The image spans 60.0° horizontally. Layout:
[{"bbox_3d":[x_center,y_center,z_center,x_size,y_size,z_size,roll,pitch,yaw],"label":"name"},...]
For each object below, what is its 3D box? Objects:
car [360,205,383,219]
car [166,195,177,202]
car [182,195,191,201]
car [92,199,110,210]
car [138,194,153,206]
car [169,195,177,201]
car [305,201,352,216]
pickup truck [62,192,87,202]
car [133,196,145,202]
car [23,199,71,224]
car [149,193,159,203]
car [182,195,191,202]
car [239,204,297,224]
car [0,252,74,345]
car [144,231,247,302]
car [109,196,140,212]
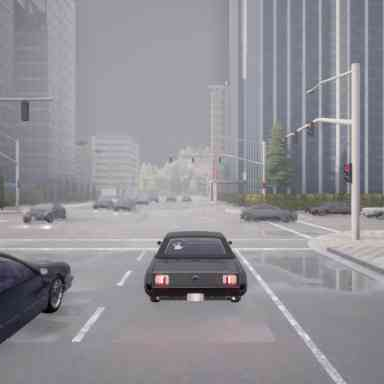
[{"bbox_3d":[16.939,1.601,28.089,4.718,1.301,1.895,0,0,0],"label":"car"},{"bbox_3d":[-4.718,1.500,74.571,1.837,1.490,4.892,0,0,-1],"label":"car"},{"bbox_3d":[-1.385,1.540,84.808,2.033,1.411,5.357,0,0,-1],"label":"car"},{"bbox_3d":[-11.333,1.547,43.013,2.033,1.411,5.357,0,0,-1],"label":"car"},{"bbox_3d":[-7.993,1.477,53.788,1.882,1.535,5.008,0,0,-1],"label":"car"},{"bbox_3d":[-4.885,1.524,84.739,1.812,1.442,4.674,0,0,-1],"label":"car"},{"bbox_3d":[13.584,1.547,31.596,5.357,1.411,2.033,0,0,-3],"label":"car"},{"bbox_3d":[-24.768,1.059,69.244,2.390,2.098,6.274,0,0,30],"label":"pickup truck"},{"bbox_3d":[-11.709,1.537,73.373,1.994,1.385,4.181,0,0,-1],"label":"car"},{"bbox_3d":[-10.922,1.525,25.084,1.812,1.442,4.674,0,0,-1],"label":"car"},{"bbox_3d":[-8.139,1.224,68.896,2.150,2.045,5.566,0,0,-1],"label":"car"},{"bbox_3d":[-1.228,1.553,75.033,1.994,1.385,4.181,0,0,-1],"label":"car"},{"bbox_3d":[5.638,1.564,24.756,4.181,1.385,1.994,0,0,9],"label":"car"},{"bbox_3d":[-3.436,1.547,4.591,2.033,1.411,5.357,0,0,0],"label":"car"},{"bbox_3d":[0.067,1.601,8.188,1.895,1.301,4.718,0,0,0],"label":"car"},{"bbox_3d":[-7.742,1.547,38.672,2.033,1.411,5.357,0,0,-1],"label":"car"}]
